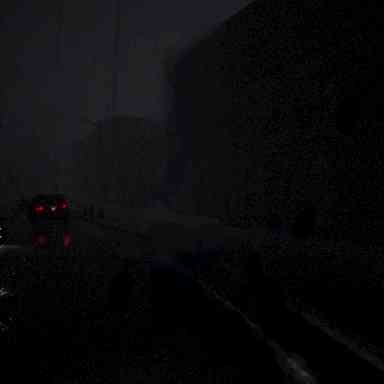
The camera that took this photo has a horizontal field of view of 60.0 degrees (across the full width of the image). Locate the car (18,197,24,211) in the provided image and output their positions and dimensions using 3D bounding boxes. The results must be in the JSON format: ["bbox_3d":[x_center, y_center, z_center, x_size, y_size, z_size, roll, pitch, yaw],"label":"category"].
[{"bbox_3d":[-19.104,1.357,38.757,2.128,1.511,4.902,-2,3,-30],"label":"car"}]

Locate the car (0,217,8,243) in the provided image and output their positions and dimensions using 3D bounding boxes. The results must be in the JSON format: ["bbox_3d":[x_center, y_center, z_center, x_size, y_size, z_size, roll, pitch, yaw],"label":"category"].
[{"bbox_3d":[-9.936,1.663,15.778,1.994,1.385,4.181,-2,1,-30],"label":"car"}]

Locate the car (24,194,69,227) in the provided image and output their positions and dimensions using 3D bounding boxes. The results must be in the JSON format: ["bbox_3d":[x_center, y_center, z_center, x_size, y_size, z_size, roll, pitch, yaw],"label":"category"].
[{"bbox_3d":[-10.251,1.216,23.615,2.150,2.045,5.566,-2,0,-31],"label":"car"}]
